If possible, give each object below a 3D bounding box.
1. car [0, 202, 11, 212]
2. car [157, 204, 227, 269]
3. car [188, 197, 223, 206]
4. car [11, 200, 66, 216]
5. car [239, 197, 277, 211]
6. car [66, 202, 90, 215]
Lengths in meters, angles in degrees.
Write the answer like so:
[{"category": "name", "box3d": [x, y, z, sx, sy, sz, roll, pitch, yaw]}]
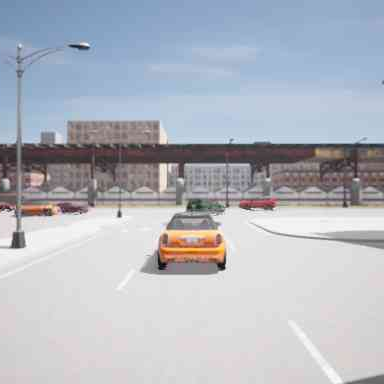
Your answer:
[{"category": "car", "box3d": [-27.663, 2.122, 47.408, 4.718, 1.301, 1.895, 0, -1, 0]}, {"category": "car", "box3d": [0.004, 1.483, 11.852, 2.097, 1.767, 4.553, 0, -1, 0]}, {"category": "car", "box3d": [1.517, 1.621, 36.055, 2.150, 2.045, 5.566, -3, -2, 29]}, {"category": "car", "box3d": [-16.830, 1.756, 36.671, 4.553, 1.767, 2.097, 0, -1, 0]}, {"category": "car", "box3d": [10.041, 1.778, 50.756, 5.566, 2.045, 2.150, -1, 0, 1]}, {"category": "car", "box3d": [-14.700, 1.968, 40.164, 4.674, 1.442, 1.812, 0, -1, 0]}]
